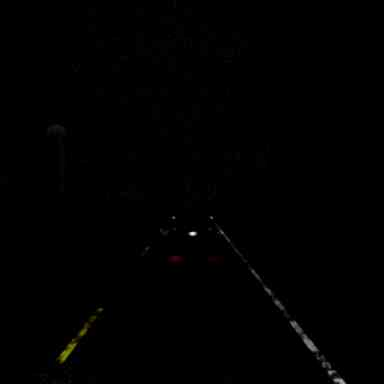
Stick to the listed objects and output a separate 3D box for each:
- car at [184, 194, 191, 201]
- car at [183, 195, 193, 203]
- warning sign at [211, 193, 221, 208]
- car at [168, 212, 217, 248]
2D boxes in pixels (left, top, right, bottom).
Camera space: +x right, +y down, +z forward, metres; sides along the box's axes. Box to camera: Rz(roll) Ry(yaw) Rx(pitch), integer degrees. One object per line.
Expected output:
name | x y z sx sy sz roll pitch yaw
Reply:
car | -1.152 1.360 82.529 1.882 1.535 5.008 0 0 -2
car | -0.881 1.535 72.107 1.837 1.490 4.892 0 0 -1
warning sign | 3.210 1.134 45.014 1.300 1.860 1.060 1 1 -1
car | 0.026 1.568 14.761 1.994 1.385 4.181 0 0 0
